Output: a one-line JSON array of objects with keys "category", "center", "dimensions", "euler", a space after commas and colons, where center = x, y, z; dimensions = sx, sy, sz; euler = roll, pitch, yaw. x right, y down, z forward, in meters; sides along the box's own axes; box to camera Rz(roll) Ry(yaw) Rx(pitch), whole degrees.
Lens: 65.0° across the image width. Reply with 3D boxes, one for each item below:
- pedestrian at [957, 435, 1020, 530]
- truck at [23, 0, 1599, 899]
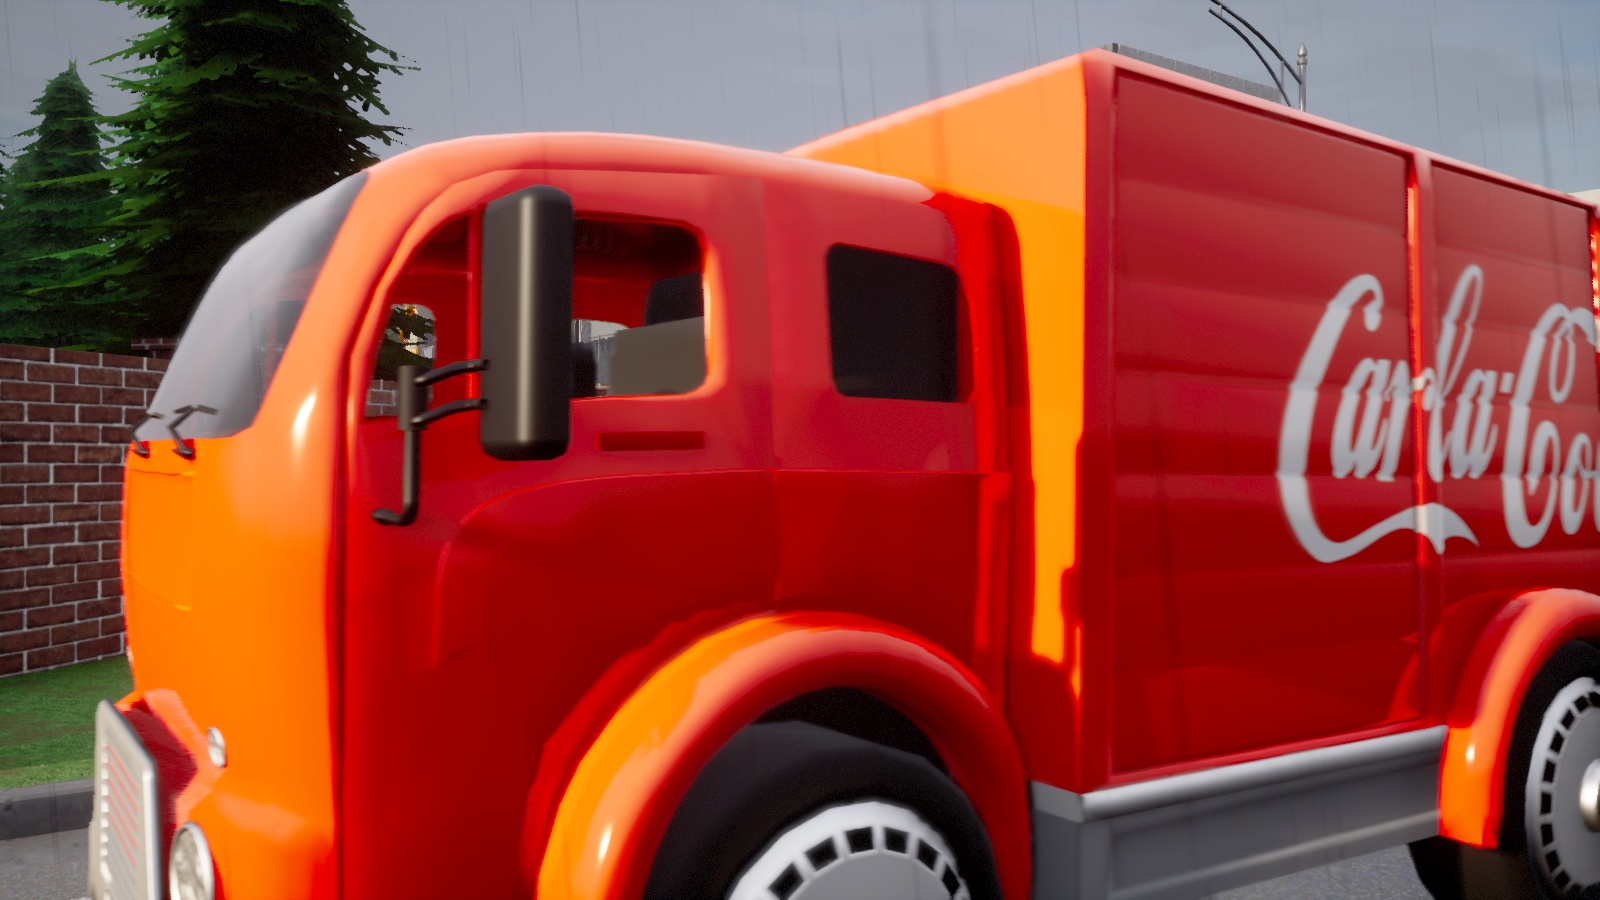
[{"category": "pedestrian", "center": [3.753, 0.635, 25.034], "dimensions": [0.874, 1.855, 0.900], "euler": [0, 0, -32]}, {"category": "truck", "center": [0.620, 0.277, 4.090], "dimensions": [5.204, 2.467, 2.627], "euler": [1, -1, -35]}]
